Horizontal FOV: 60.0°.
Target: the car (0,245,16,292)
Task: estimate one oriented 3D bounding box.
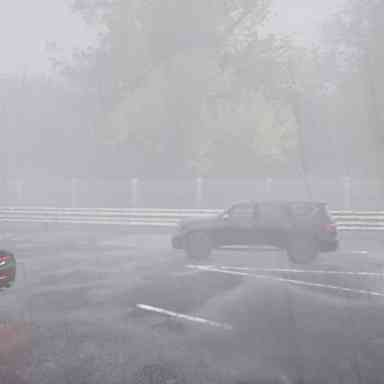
[{"bbox_3d":[-6.019,1.523,7.529,4.892,1.490,1.837,0,0,31],"label":"car"}]

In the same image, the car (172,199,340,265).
[{"bbox_3d":[2.119,1.277,11.607,5.566,2.045,2.150,0,0,12],"label":"car"}]
